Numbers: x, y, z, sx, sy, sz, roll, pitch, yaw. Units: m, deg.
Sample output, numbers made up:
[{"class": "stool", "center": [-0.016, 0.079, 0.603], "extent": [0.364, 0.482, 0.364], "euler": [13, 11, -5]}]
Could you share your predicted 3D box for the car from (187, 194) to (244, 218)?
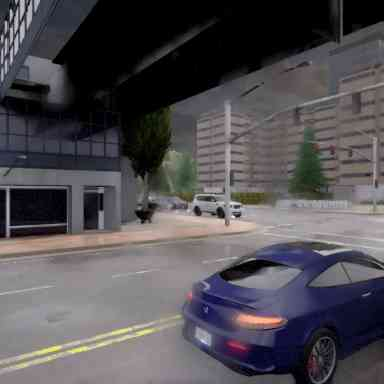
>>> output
[{"class": "car", "center": [2.219, 1.222, 30.196], "extent": [2.150, 2.045, 5.566], "euler": [0, 0, -36]}]

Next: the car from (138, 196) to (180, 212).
[{"class": "car", "center": [-3.903, 1.491, 38.674], "extent": [2.128, 1.511, 4.902], "euler": [0, 0, -36]}]

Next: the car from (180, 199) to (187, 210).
[{"class": "car", "center": [-2.400, 1.352, 42.574], "extent": [2.097, 1.767, 4.553], "euler": [0, 0, -36]}]

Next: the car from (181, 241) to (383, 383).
[{"class": "car", "center": [2.014, 1.526, 5.234], "extent": [4.674, 1.442, 1.812], "euler": [0, 0, -35]}]

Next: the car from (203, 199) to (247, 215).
[{"class": "car", "center": [3.326, 1.505, 34.637], "extent": [1.837, 1.490, 4.892], "euler": [0, 0, -36]}]
